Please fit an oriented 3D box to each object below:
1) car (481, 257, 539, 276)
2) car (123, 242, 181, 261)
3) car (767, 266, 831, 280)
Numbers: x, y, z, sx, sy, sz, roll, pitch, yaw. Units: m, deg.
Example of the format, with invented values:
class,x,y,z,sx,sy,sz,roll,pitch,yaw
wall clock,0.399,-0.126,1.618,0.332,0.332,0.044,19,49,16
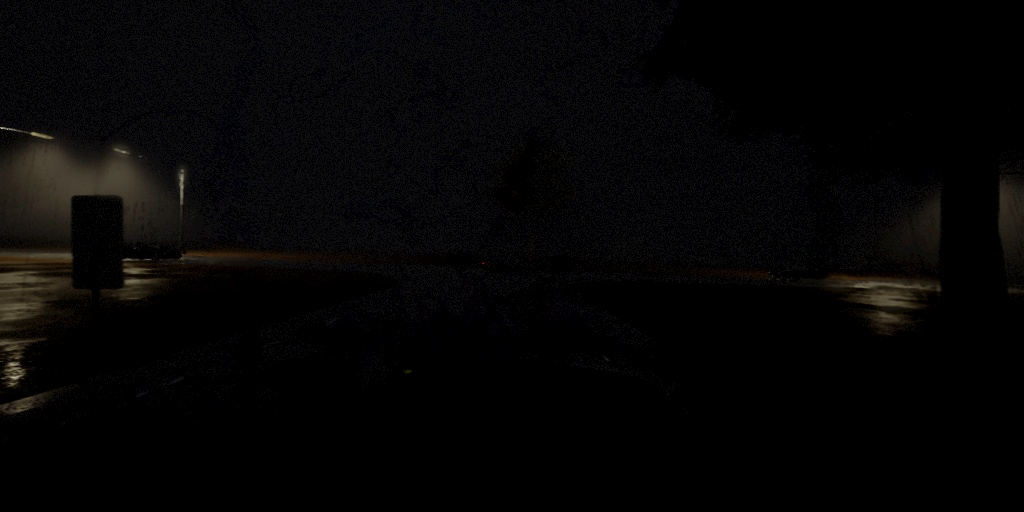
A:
class,x,y,z,sx,sy,sz,roll,pitch,yaw
car,-0.150,0.864,30.458,4.902,1.511,2.128,1,1,1
car,-31.603,-0.437,31.091,5.008,1.535,1.882,2,1,1
car,29.456,1.713,36.802,5.357,1.411,2.033,1,1,1
